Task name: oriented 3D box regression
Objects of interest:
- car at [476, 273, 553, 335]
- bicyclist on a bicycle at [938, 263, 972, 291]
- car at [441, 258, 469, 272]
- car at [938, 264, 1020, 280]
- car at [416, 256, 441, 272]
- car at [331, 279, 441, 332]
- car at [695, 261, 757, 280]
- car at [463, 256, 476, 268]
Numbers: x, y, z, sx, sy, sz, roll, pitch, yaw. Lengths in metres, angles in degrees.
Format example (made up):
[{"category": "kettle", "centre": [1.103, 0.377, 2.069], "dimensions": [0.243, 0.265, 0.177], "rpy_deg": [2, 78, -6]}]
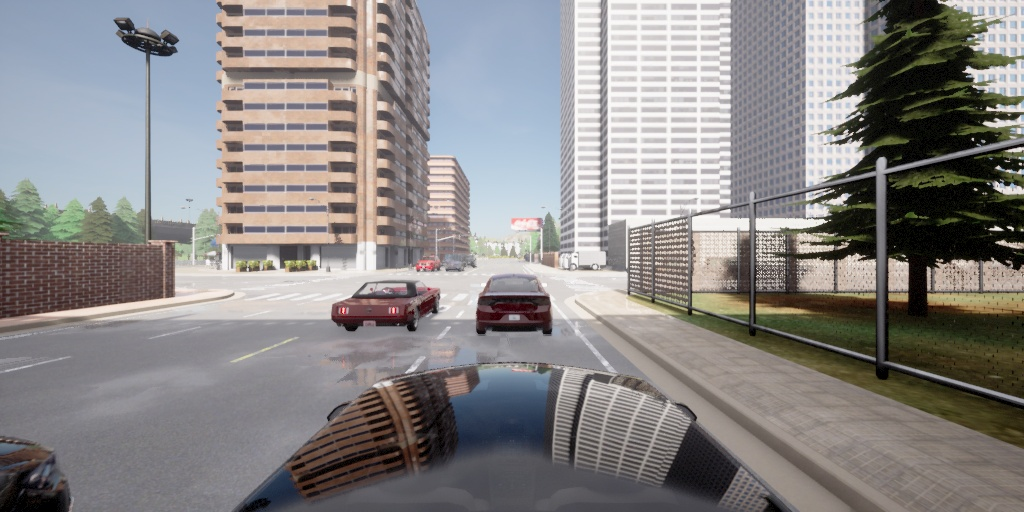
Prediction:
[{"category": "car", "centre": [0.059, 1.228, 10.517], "dimensions": [1.882, 1.535, 5.008], "rpy_deg": [0, 0, 0]}, {"category": "bicyclist on a bicycle", "centre": [22.384, 0.995, 18.286], "dimensions": [0.582, 1.620, 1.656], "rpy_deg": [0, 0, 0]}, {"category": "car", "centre": [-7.190, 1.297, 45.667], "dimensions": [2.033, 1.411, 5.357], "rpy_deg": [0, 0, 0]}, {"category": "car", "centre": [37.991, 1.295, 29.323], "dimensions": [4.718, 1.301, 1.895], "rpy_deg": [0, 0, 0]}, {"category": "car", "centre": [-10.686, 0.971, 46.095], "dimensions": [2.150, 2.045, 5.566], "rpy_deg": [0, 0, 0]}, {"category": "car", "centre": [-3.455, 1.351, 10.896], "dimensions": [1.895, 1.301, 4.718], "rpy_deg": [0, 0, 0]}, {"category": "car", "centre": [17.156, 1.172, 29.247], "dimensions": [5.008, 1.535, 1.882], "rpy_deg": [0, 0, 0]}, {"category": "car", "centre": [-7.211, 0.972, 59.358], "dimensions": [2.150, 2.045, 5.566], "rpy_deg": [0, 0, 0]}]
